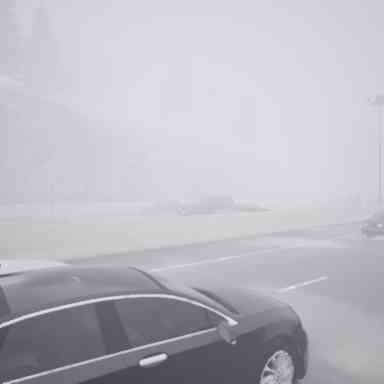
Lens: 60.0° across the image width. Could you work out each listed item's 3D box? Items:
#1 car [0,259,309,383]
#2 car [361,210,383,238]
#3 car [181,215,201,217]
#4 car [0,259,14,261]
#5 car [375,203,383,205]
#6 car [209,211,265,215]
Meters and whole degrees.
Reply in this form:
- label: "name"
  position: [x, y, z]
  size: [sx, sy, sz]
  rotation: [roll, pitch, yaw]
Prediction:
- label: "car"
  position: [-0.849, 1.512, 3.255]
  size: [4.892, 1.490, 1.837]
  rotation: [0, 0, -36]
- label: "car"
  position: [10.376, 1.566, 16.701]
  size: [5.357, 1.411, 2.033]
  rotation: [0, 0, -41]
- label: "car"
  position: [1.406, 1.270, 27.728]
  size: [5.566, 2.045, 2.150]
  rotation: [0, 0, -42]
- label: "car"
  position: [-4.136, 1.541, 5.189]
  size: [4.674, 1.442, 1.812]
  rotation: [0, 0, -35]
- label: "car"
  position: [31.030, 1.664, 55.567]
  size: [1.895, 1.301, 4.718]
  rotation: [0, 0, 36]
- label: "car"
  position: [3.756, 1.588, 25.108]
  size: [5.357, 1.411, 2.033]
  rotation: [0, 0, -42]
